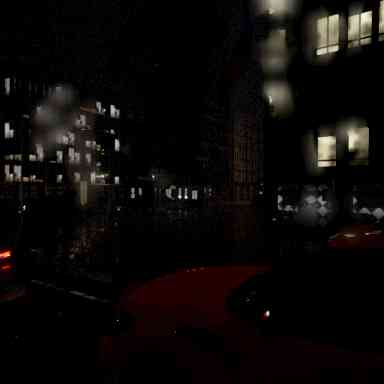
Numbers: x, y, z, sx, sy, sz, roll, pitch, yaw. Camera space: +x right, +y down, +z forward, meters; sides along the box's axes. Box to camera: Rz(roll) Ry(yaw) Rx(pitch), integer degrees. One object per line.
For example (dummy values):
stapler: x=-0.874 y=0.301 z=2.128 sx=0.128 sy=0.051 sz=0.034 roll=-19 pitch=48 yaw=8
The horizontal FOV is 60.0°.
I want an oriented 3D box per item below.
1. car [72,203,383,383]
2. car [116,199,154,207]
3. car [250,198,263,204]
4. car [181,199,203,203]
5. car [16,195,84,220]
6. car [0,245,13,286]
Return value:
car: x=1.781 y=1.221 z=2.415 sx=5.566 sy=2.045 sz=2.150 roll=0 pitch=0 yaw=35
car: x=-6.307 y=1.594 z=37.191 sx=2.128 sy=1.511 sz=4.902 roll=1 pitch=0 yaw=37
car: x=11.628 y=1.792 z=55.949 sx=2.033 sy=1.411 sz=5.357 roll=1 pitch=0 yaw=37
car: x=-0.153 y=1.675 z=45.442 sx=1.812 sy=1.442 sz=4.674 roll=1 pitch=0 yaw=36
car: x=-12.241 y=1.279 z=29.166 sx=2.150 sy=2.045 sz=5.566 roll=1 pitch=0 yaw=39
car: x=-6.121 y=1.522 z=8.034 sx=4.674 sy=1.442 sz=1.812 roll=0 pitch=0 yaw=35
